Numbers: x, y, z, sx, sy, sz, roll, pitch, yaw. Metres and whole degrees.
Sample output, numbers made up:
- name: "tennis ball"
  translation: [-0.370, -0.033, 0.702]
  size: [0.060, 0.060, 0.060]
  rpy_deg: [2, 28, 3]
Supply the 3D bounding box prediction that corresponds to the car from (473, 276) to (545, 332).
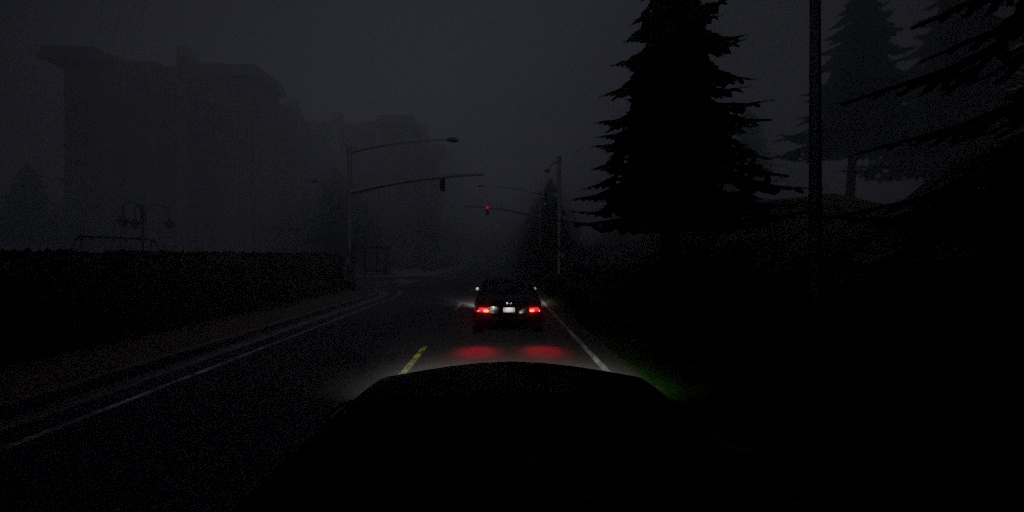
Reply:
- name: "car"
  translation: [-0.158, 1.296, 10.817]
  size: [2.033, 1.411, 5.357]
  rpy_deg: [0, 0, -2]
